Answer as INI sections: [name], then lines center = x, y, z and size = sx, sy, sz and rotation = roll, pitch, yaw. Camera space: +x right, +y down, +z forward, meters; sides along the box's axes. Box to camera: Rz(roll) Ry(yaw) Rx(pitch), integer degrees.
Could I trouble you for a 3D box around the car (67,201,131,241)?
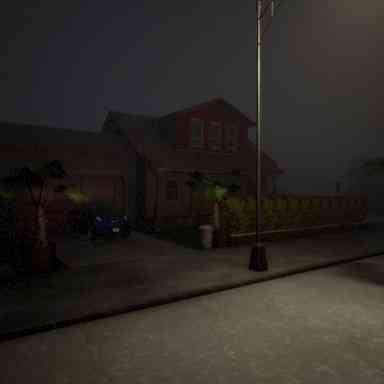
[car]
center = -4.112, 1.174, 14.537
size = 1.845, 1.501, 3.633
rotation = 0, 0, -38
